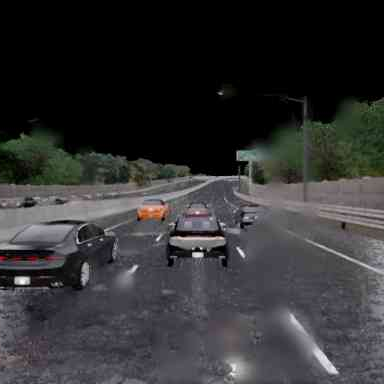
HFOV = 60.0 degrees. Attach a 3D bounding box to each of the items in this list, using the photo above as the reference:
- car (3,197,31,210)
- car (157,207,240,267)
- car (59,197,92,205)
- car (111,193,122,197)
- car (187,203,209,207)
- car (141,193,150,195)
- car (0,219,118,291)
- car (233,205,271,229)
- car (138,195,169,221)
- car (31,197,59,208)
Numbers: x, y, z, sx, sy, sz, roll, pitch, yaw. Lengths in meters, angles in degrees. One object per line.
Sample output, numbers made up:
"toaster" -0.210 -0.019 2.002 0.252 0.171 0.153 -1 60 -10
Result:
"car" -20.363 1.350 39.564 2.097 1.767 4.553 0 0 2
"car" 0.184 1.496 11.449 2.128 1.511 4.902 0 0 1
"car" -13.375 1.357 39.177 2.097 1.767 4.553 0 0 2
"car" -18.206 0.749 80.152 1.812 1.442 4.674 0 1 4
"car" 0.481 1.576 27.886 1.994 1.385 4.181 0 0 1
"car" -11.222 0.758 79.674 1.812 1.442 4.674 0 1 4
"car" -3.342 1.507 9.014 1.837 1.490 4.892 0 0 0
"car" 3.844 1.559 21.864 2.033 1.411 5.357 0 0 1
"car" -3.038 1.361 27.086 2.097 1.767 4.553 0 0 1
"car" -16.852 1.507 39.876 1.837 1.490 4.892 0 0 2
